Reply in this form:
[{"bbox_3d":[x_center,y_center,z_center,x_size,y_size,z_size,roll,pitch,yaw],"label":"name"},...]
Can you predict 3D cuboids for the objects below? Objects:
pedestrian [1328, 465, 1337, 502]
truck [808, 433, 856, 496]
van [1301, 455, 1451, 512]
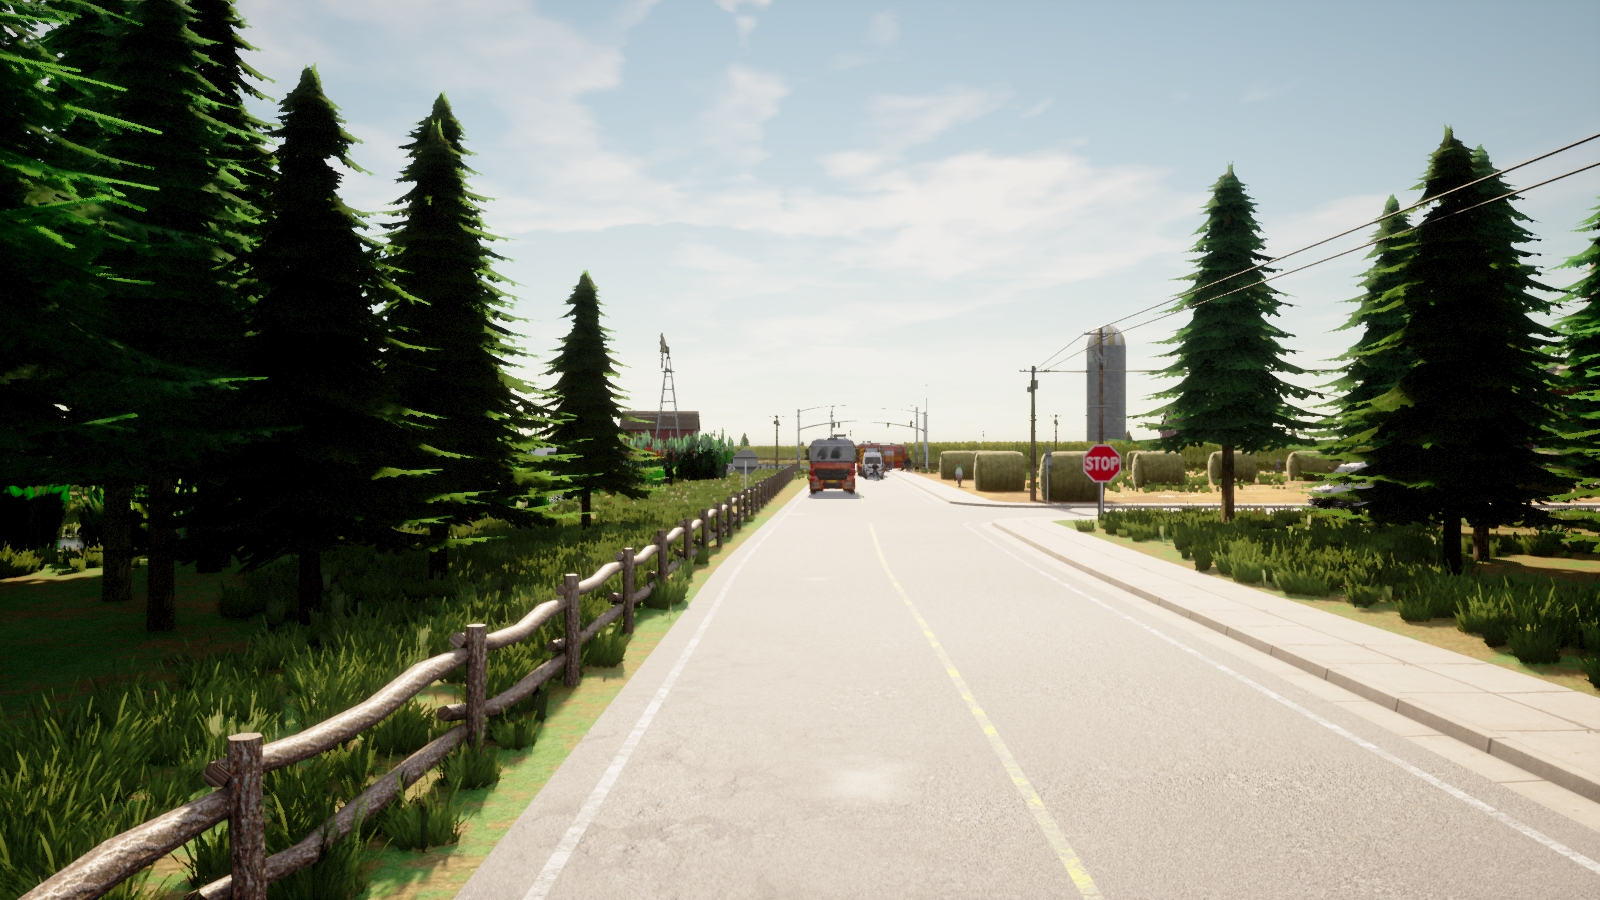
[{"bbox_3d":[27.072,1.691,58.095,0.375,1.860,0.375,0,0,23],"label":"pedestrian"},{"bbox_3d":[2.109,0.856,73.648,2.891,3.827,8.468,0,0,2],"label":"truck"},{"bbox_3d":[26.474,1.534,52.626,5.915,2.561,1.988,0,0,0],"label":"van"}]
